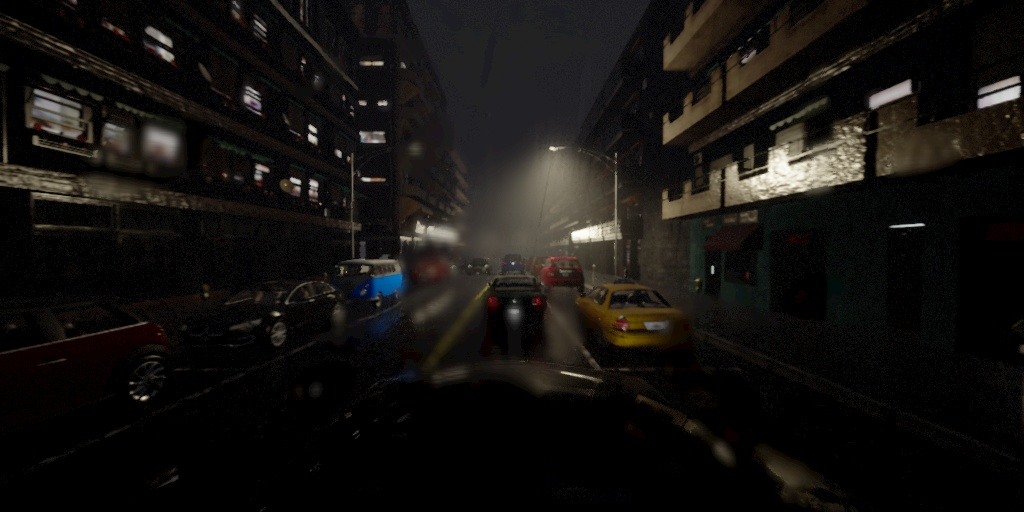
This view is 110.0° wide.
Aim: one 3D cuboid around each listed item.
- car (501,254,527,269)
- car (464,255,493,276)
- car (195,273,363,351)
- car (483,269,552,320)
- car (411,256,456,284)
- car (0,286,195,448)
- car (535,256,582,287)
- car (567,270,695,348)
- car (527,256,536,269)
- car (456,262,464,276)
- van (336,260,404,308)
[{"bbox_3d":[0.108,0.817,36.326,2.150,2.045,5.566,0,0,0],"label":"car"},{"bbox_3d":[-3.081,0.956,34.691,2.097,1.767,4.553,0,0,0],"label":"car"},{"bbox_3d":[-5.657,1.269,8.800,2.007,1.370,4.403,0,0,0],"label":"car"},{"bbox_3d":[0.103,1.304,12.328,1.895,1.301,4.718,0,0,0],"label":"car"},{"bbox_3d":[-5.675,0.959,25.606,2.192,1.841,5.009,0,0,0],"label":"car"},{"bbox_3d":[-5.658,1.184,3.198,1.967,1.591,4.097,0,0,0],"label":"car"},{"bbox_3d":[2.694,0.983,19.973,2.192,1.841,5.009,0,0,0],"label":"car"},{"bbox_3d":[2.691,1.244,8.939,1.751,1.417,4.829,0,0,0],"label":"car"},{"bbox_3d":[2.697,0.934,31.177,2.192,1.841,5.009,0,0,0],"label":"car"},{"bbox_3d":[-5.691,1.170,31.208,2.007,1.370,4.403,0,0,0],"label":"car"},{"bbox_3d":[-5.655,1.035,14.402,1.690,1.789,3.998,0,0,0],"label":"van"}]
